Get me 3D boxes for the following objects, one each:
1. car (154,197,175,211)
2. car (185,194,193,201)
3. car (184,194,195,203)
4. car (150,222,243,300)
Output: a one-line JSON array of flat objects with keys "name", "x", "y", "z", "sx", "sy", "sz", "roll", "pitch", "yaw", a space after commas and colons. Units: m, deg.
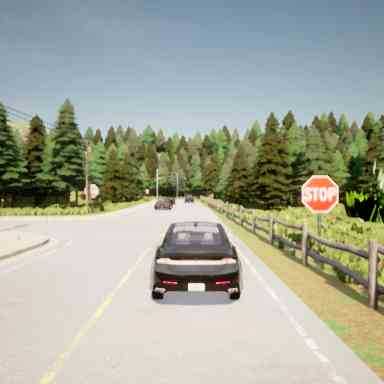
[{"name": "car", "x": -3.536, "y": 1.541, "z": 41.078, "sx": 1.994, "sy": 1.385, "sz": 4.181, "roll": 0, "pitch": 0, "yaw": 0}, {"name": "car", "x": -0.754, "y": 1.333, "z": 77.263, "sx": 1.837, "sy": 1.490, "sz": 4.892, "roll": 0, "pitch": 0, "yaw": -1}, {"name": "car", "x": -0.493, "y": 1.497, "z": 66.964, "sx": 1.812, "sy": 1.442, "sz": 4.674, "roll": 0, "pitch": 0, "yaw": -1}, {"name": "car", "x": 0.096, "y": 1.487, "z": 8.358, "sx": 2.128, "sy": 1.511, "sz": 4.902, "roll": 0, "pitch": 0, "yaw": 0}]
